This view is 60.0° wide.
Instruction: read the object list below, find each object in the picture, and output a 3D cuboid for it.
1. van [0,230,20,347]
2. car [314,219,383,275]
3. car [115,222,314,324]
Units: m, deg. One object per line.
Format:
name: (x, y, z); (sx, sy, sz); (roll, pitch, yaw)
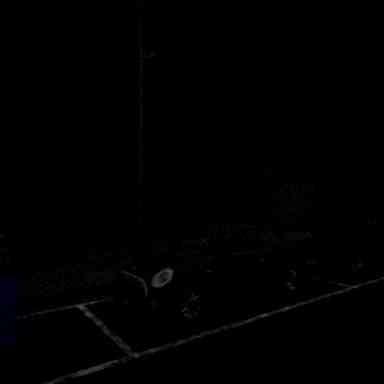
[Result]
van: (-4.163, 1.342, 3.796); (3.998, 1.788, 1.690); (0, 0, -36)
car: (5.063, 1.557, 10.384); (4.313, 1.339, 1.947); (0, 0, -36)
car: (0.450, 1.437, 7.090); (4.097, 1.590, 1.967); (0, 0, -36)
